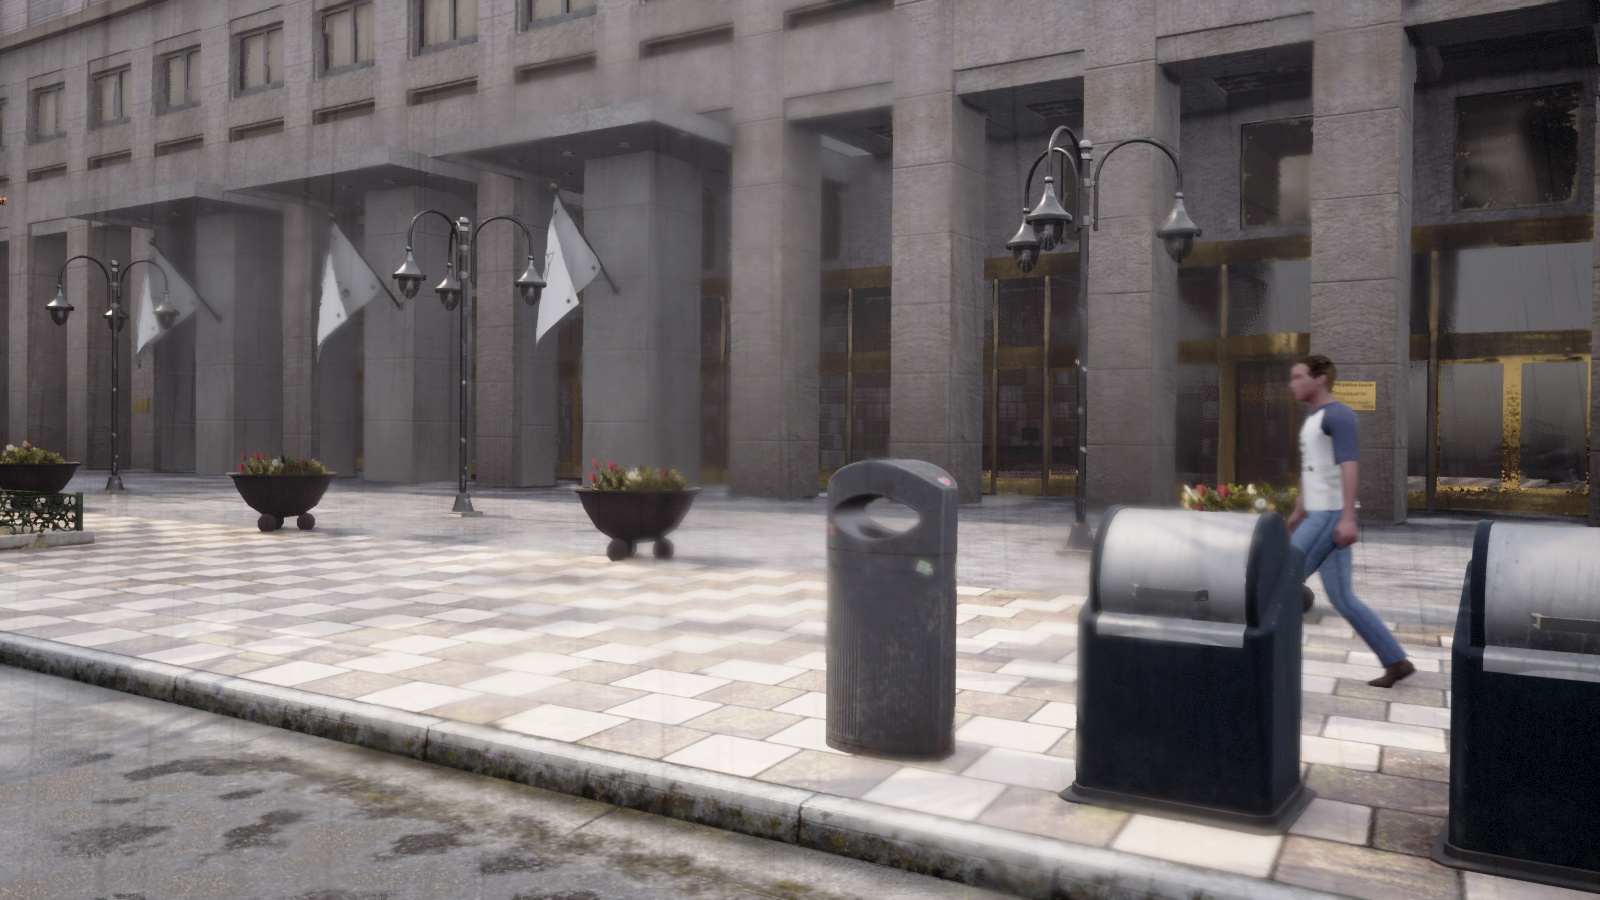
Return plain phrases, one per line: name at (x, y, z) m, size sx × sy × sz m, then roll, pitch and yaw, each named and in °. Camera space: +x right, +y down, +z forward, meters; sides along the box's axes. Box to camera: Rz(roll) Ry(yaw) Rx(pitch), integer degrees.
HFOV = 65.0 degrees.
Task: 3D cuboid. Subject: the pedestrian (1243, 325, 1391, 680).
pedestrian at (2.766, 0.271, 6.756) m, size 0.706 × 1.836 × 0.354 m, roll 0°, pitch 1°, yaw 17°
